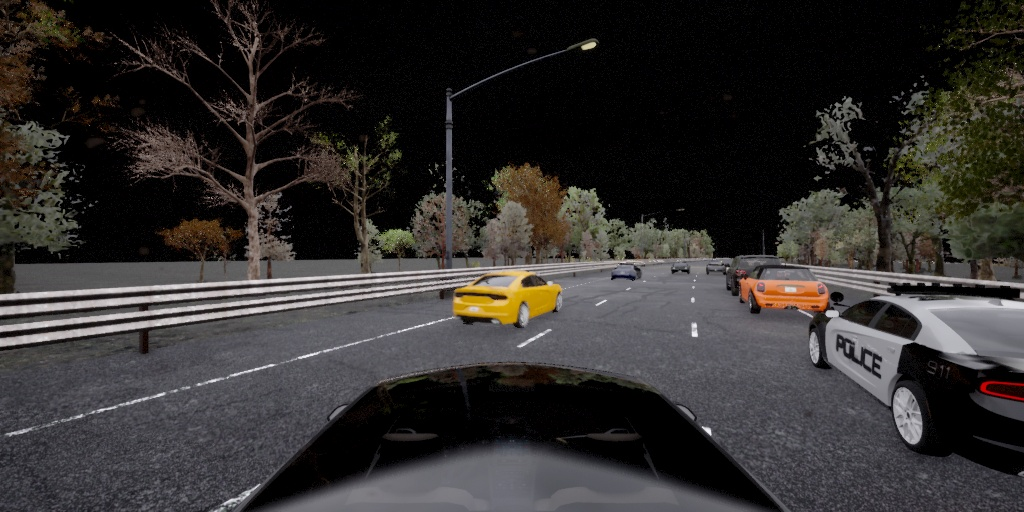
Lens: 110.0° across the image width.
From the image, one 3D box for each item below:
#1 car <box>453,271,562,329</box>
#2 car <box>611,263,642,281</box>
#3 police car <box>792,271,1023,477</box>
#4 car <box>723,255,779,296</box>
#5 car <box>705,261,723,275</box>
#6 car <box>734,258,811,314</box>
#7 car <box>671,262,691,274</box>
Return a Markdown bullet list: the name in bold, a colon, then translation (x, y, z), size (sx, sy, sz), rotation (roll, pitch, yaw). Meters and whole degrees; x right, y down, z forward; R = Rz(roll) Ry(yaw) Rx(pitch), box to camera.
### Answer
- **car**: translation (0.110, 1.227, 11.518), size (1.882, 1.535, 5.008), rotation (0, 0, 26)
- **car**: translation (9.844, 1.322, 30.644), size (1.994, 1.385, 4.181), rotation (0, 0, 28)
- **police car**: translation (5.599, 1.175, 4.688), size (1.930, 1.638, 5.238), rotation (0, 0, 26)
- **car**: translation (12.609, 0.978, 18.758), size (2.150, 2.045, 5.566), rotation (0, 0, 27)
- **car**: translation (22.372, 1.260, 39.341), size (2.128, 1.511, 4.902), rotation (0, 0, 29)
- **car**: translation (9.906, 1.102, 13.419), size (2.097, 1.767, 4.553), rotation (0, 0, 27)
- **car**: translation (19.259, 1.369, 40.818), size (1.895, 1.301, 4.718), rotation (0, 0, 28)
